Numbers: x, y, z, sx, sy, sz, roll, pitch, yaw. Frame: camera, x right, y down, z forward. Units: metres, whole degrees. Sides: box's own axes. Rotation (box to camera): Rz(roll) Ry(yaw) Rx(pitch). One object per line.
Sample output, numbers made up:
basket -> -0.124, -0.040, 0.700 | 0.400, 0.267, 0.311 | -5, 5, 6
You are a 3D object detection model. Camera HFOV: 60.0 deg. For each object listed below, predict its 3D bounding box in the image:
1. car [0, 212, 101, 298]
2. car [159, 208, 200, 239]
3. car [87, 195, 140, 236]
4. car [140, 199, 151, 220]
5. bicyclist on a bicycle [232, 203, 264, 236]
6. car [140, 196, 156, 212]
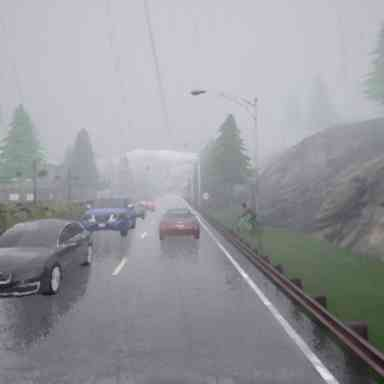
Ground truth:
car -> -3.959, 1.533, 8.745 | 1.837, 1.490, 4.892 | -1, 0, -3
car -> -0.666, 1.534, 17.308 | 1.994, 1.385, 4.181 | -1, 0, -3
car -> -4.438, 1.233, 18.596 | 2.150, 2.045, 5.566 | -1, 0, -3
car -> -4.889, 1.559, 28.205 | 1.994, 1.385, 4.181 | -1, 0, -3
bicyclist on a bicycle -> 2.765, 1.366, 16.518 | 1.656, 1.620, 0.582 | -2, 0, -3
car -> -5.339, 1.330, 38.116 | 2.097, 1.767, 4.553 | -1, 0, -2
